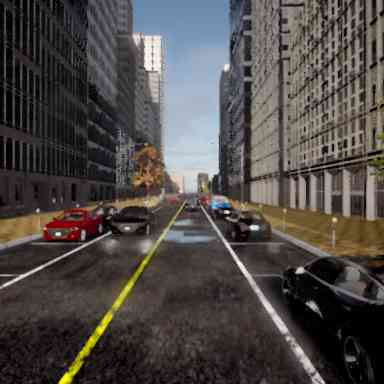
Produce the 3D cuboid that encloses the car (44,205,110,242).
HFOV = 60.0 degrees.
[{"bbox_3d":[-5.690,1.547,16.392,1.887,1.381,4.507,0,0,0],"label":"car"}]

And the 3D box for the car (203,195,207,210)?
[{"bbox_3d":[2.687,1.437,39.155,1.967,1.590,4.097,0,0,0],"label":"car"}]

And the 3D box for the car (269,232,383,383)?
[{"bbox_3d":[2.692,1.567,5.001,1.947,1.339,4.313,0,0,0],"label":"car"}]

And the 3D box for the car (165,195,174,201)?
[{"bbox_3d":[-5.701,1.517,84.704,1.947,1.339,4.313,0,0,0],"label":"car"}]

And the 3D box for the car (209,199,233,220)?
[{"bbox_3d":[2.689,1.567,27.770,1.947,1.339,4.313,0,0,0],"label":"car"}]

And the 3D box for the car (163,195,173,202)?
[{"bbox_3d":[-5.700,1.510,79.011,2.008,1.369,4.403,0,0,0],"label":"car"}]

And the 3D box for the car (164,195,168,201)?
[{"bbox_3d":[-5.697,1.534,56.242,2.008,1.369,4.403,0,0,0],"label":"car"}]

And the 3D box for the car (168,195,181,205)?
[{"bbox_3d":[-3.051,1.581,59.862,1.895,1.301,4.718,0,0,1],"label":"car"}]

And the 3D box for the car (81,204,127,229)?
[{"bbox_3d":[-5.692,1.568,22.085,1.947,1.339,4.313,0,0,0],"label":"car"}]

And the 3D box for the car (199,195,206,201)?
[{"bbox_3d":[2.680,1.477,84.862,1.752,1.417,4.829,0,0,0],"label":"car"}]

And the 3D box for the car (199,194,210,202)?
[{"bbox_3d":[2.683,1.281,73.308,2.192,1.841,5.009,0,0,0],"label":"car"}]

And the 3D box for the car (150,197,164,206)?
[{"bbox_3d":[-5.696,1.514,50.378,1.752,1.417,4.829,0,0,0],"label":"car"}]

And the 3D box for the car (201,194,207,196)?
[{"bbox_3d":[2.685,1.293,61.923,2.192,1.841,5.009,0,0,0],"label":"car"}]

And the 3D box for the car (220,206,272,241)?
[{"bbox_3d":[2.690,1.569,16.385,1.947,1.339,4.313,0,0,0],"label":"car"}]

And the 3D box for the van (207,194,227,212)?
[{"bbox_3d":[2.688,1.341,33.464,1.690,1.788,3.998,0,0,0],"label":"van"}]

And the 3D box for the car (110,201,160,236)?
[{"bbox_3d":[-3.103,1.480,18.466,1.882,1.535,5.008,0,0,0],"label":"car"}]

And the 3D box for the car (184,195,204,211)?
[{"bbox_3d":[0.095,1.486,41.240,2.128,1.511,4.902,0,0,0],"label":"car"}]
